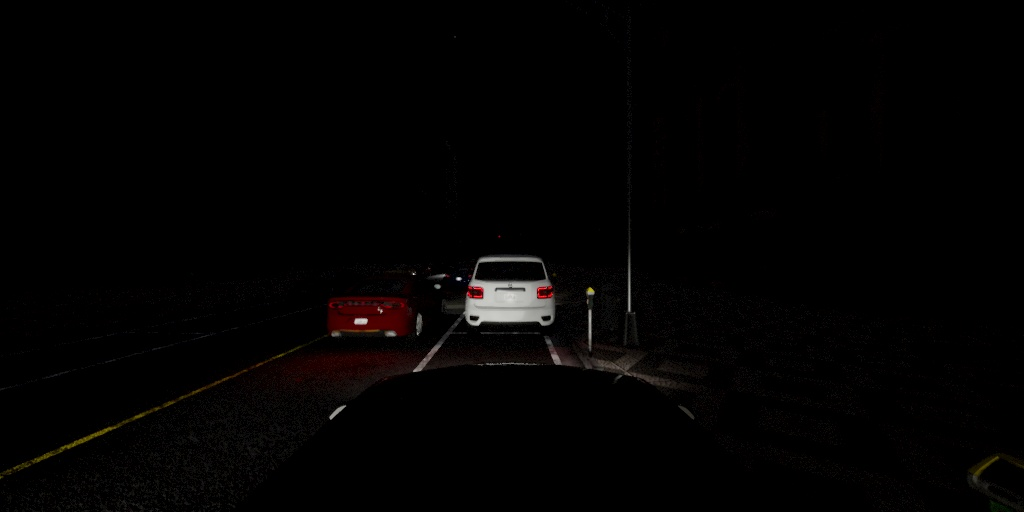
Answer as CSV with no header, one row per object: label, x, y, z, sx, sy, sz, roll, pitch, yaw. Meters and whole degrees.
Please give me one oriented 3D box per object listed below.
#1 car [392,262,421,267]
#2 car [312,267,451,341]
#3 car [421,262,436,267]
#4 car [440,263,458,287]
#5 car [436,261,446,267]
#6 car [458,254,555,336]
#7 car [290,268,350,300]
car,-8.921,1.278,28.459,1.751,1.417,4.829,0,0,0
car,-3.145,1.228,9.945,1.882,1.535,5.008,0,0,0
car,-8.922,1.298,34.154,1.888,1.381,4.507,0,0,0
car,-3.085,1.314,22.942,1.994,1.385,4.181,0,0,1
car,-8.923,1.299,39.680,1.888,1.381,4.507,0,0,0
car,-0.039,0.979,10.530,2.150,2.045,5.566,0,0,0
car,-8.919,1.296,17.578,1.888,1.381,4.507,0,0,0
